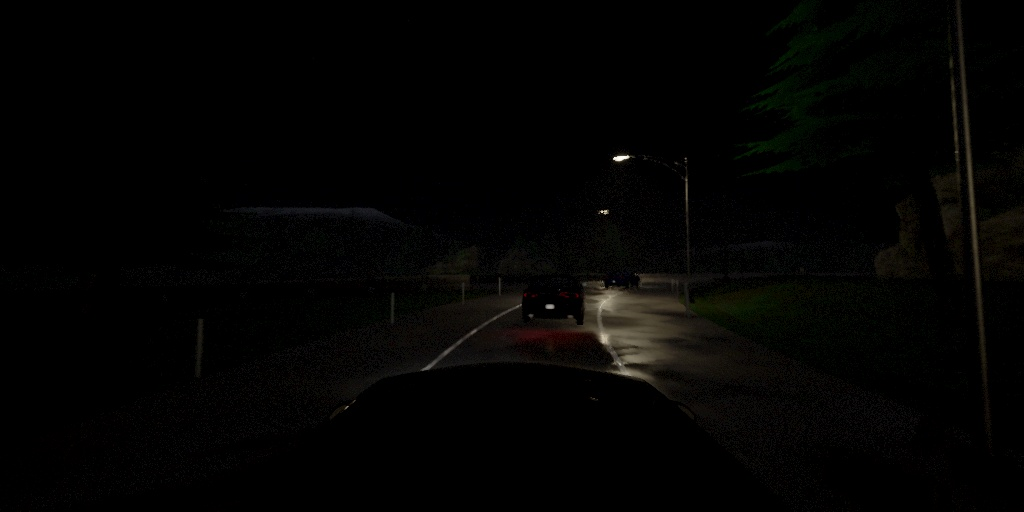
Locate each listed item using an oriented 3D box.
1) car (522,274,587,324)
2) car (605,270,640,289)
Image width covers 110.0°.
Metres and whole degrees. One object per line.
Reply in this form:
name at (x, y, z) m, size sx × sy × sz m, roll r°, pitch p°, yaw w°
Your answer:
car at (1.616, 1.374, 12.806) m, size 1.882 × 1.535 × 5.008 m, roll -1°, pitch -1°, yaw 12°
car at (9.539, 1.968, 30.793) m, size 1.882 × 1.535 × 5.008 m, roll -1°, pitch -2°, yaw 34°
